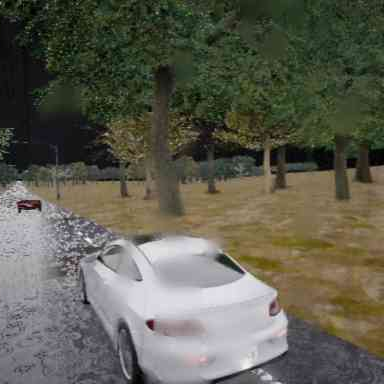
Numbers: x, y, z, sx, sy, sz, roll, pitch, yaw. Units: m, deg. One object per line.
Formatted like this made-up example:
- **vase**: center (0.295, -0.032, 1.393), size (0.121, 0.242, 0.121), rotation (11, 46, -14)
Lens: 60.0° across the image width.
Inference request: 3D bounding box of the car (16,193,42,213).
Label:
- **car**: center (-14.721, 0.977, 30.108), size (1.882, 1.535, 5.008), rotation (-3, 2, -27)

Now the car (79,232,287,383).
- **car**: center (-0.554, 1.368, 5.240), size (1.812, 1.442, 4.674), rotation (-3, 2, -27)

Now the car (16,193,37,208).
- **car**: center (-19.585, 0.915, 39.338), size (2.128, 1.511, 4.902), rotation (-3, 1, -27)
